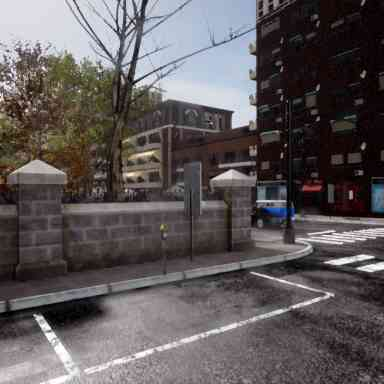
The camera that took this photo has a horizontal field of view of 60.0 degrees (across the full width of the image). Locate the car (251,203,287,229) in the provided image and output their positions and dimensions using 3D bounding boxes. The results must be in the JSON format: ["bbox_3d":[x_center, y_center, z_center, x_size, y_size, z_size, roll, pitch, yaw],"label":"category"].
[{"bbox_3d":[4.497,1.774,24.237,1.837,1.490,4.892,0,-1,-36],"label":"car"}]

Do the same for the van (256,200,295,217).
[{"bbox_3d":[7.317,1.643,30.201,1.690,1.788,3.998,-1,0,-36],"label":"van"}]
